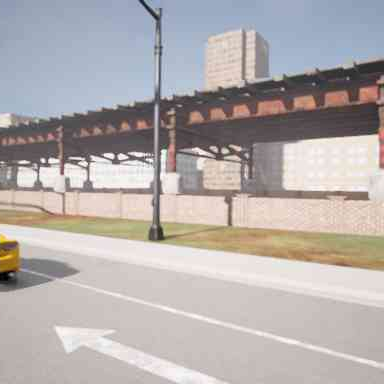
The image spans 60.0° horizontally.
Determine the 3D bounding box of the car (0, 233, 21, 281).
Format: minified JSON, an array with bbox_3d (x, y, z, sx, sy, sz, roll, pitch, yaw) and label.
[{"bbox_3d":[-6.402,1.447,8.557,5.008,1.535,1.882,0,0,35],"label":"car"}]
